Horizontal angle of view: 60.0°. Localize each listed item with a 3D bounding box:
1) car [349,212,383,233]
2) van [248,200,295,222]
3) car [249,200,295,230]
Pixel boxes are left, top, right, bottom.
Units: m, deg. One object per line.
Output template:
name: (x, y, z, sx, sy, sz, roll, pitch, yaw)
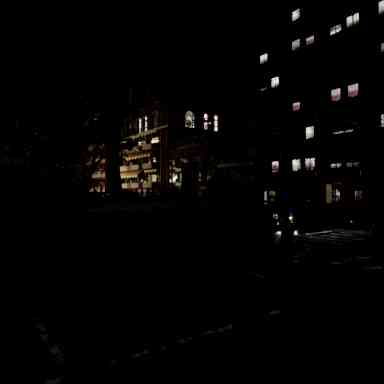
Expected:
car: (12.163, 1.666, 19.338, 5.357, 1.411, 2.033, -1, -1, 34)
van: (7.155, 1.642, 30.201, 1.690, 1.788, 3.998, -1, 0, -36)
car: (4.937, 1.605, 23.434, 2.097, 1.767, 4.553, 0, -1, -36)
